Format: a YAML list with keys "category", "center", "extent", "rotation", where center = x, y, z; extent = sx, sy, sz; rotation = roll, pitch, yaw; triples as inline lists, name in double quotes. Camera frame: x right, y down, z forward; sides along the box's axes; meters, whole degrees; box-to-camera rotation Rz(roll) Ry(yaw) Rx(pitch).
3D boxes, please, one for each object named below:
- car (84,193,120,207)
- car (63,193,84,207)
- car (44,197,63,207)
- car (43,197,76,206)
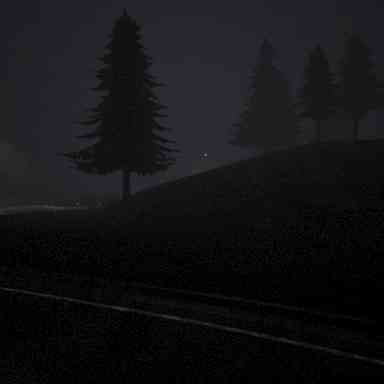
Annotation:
- category: "car"
  center: [-13.078, 1.223, 50.057]
  extent: [2.150, 2.045, 5.566]
  rotation: [0, 0, 22]
- category: "car"
  center: [-16.518, 1.222, 50.891]
  extent: [2.150, 2.045, 5.566]
  rotation: [0, 0, 22]
- category: "car"
  center: [-20.087, 1.526, 51.395]
  extent: [1.812, 1.442, 4.674]
  rotation: [0, 0, 22]
- category: "car"
  center: [-22.122, 1.547, 55.682]
  extent: [2.033, 1.411, 5.357]
  rotation: [0, 0, 22]
